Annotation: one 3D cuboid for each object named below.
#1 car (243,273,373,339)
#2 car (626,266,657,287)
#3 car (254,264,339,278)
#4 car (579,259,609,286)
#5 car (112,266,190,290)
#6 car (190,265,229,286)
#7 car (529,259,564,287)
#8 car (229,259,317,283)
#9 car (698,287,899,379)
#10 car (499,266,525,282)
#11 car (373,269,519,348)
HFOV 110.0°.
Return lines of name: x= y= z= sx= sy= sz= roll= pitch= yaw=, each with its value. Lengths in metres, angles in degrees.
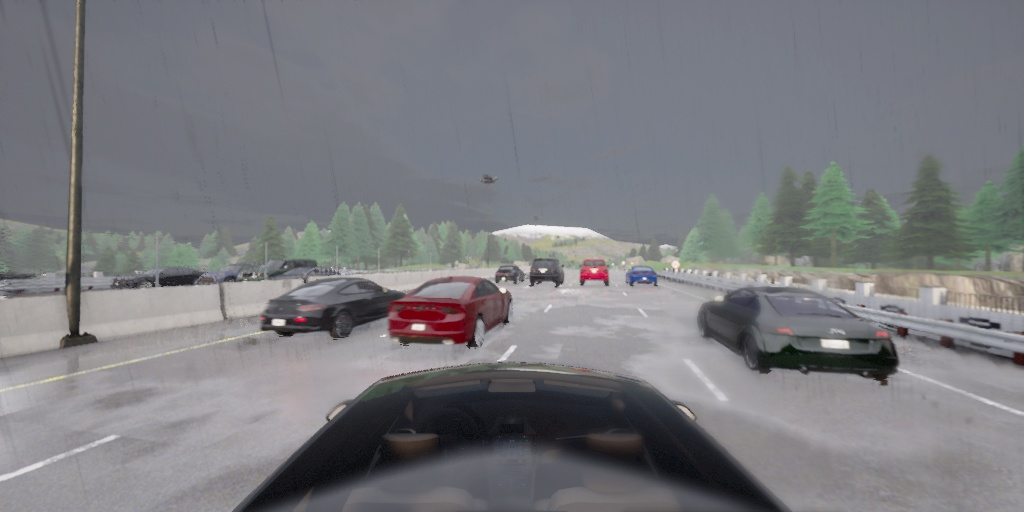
car: x=-4.731 y=1.339 z=10.294 sx=1.812 sy=1.442 sz=4.674 roll=0 pitch=0 yaw=13
car: x=9.988 y=1.506 z=27.897 sx=1.882 sy=1.535 sz=5.008 roll=0 pitch=-1 yaw=13
car: x=-12.939 y=1.443 z=22.569 sx=2.128 sy=1.511 sz=4.902 roll=0 pitch=-1 yaw=13
car: x=6.608 y=1.269 z=28.817 sx=2.150 sy=2.045 sz=5.566 roll=0 pitch=-1 yaw=13
car: x=-23.354 y=1.461 z=24.110 sx=1.882 sy=1.535 sz=5.008 roll=0 pitch=-1 yaw=13
car: x=-19.451 y=1.349 z=25.517 sx=2.097 sy=1.767 sz=4.553 roll=0 pitch=-1 yaw=13
car: x=2.750 y=1.243 z=27.625 sx=2.150 sy=2.045 sz=5.566 roll=0 pitch=-1 yaw=13
car: x=-15.978 y=1.209 z=25.012 sx=2.150 sy=2.045 sz=5.566 roll=0 pitch=-1 yaw=13
car: x=5.392 y=1.332 z=7.442 sx=1.994 sy=1.385 sz=4.181 roll=0 pitch=0 yaw=13
car: x=-0.124 y=1.586 z=30.787 sx=1.837 sy=1.490 sz=4.892 roll=0 pitch=-1 yaw=13
car: x=-1.311 y=1.277 z=9.541 sx=1.882 sy=1.535 sz=5.008 roll=0 pitch=0 yaw=13
